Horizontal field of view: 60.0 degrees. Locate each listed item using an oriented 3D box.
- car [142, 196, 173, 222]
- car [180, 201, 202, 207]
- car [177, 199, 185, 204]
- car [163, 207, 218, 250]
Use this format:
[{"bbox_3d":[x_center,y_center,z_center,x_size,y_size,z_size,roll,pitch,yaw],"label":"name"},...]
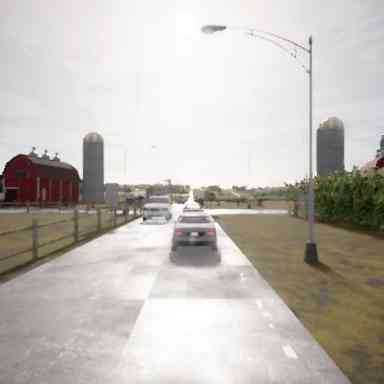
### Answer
[{"bbox_3d":[-2.799,1.340,28.045,2.150,2.045,5.566,0,-1,1],"label":"car"},{"bbox_3d":[0.110,1.731,29.640,1.895,1.301,4.718,0,-1,1],"label":"car"},{"bbox_3d":[-2.780,2.463,85.337,1.895,1.301,4.718,0,-1,0],"label":"car"},{"bbox_3d":[0.092,1.582,14.502,2.033,1.411,5.357,0,0,0],"label":"car"}]
